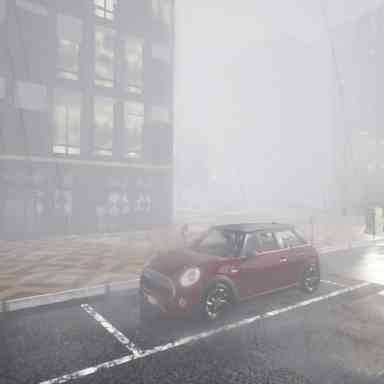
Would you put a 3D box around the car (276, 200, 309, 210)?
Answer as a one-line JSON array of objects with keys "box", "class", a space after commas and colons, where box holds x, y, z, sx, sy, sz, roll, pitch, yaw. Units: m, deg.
[{"box": [14.437, 1.806, 46.822, 1.802, 1.307, 4.206, 1, -1, -35], "class": "car"}]

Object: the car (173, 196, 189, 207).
[{"box": [-2.236, 1.733, 55.867, 1.887, 1.381, 4.507, 1, -1, -35], "class": "car"}]

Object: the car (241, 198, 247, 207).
[{"box": [7.883, 1.726, 56.079, 1.967, 1.590, 4.097, 1, -1, -35], "class": "car"}]

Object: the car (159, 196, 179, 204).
[{"box": [-5.225, 1.724, 74.592, 2.192, 1.841, 5.009, 1, -1, -35], "class": "car"}]

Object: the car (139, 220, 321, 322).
[{"box": [0.905, 1.442, 7.195, 4.097, 1.590, 1.967, 0, 1, -36], "class": "car"}]

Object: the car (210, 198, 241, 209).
[{"box": [4.318, 1.678, 46.612, 2.008, 1.369, 4.403, 1, -1, -35], "class": "car"}]

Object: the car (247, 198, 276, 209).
[{"box": [11.161, 1.800, 51.450, 1.887, 1.381, 4.507, 1, -1, -35], "class": "car"}]

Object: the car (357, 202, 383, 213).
[{"box": [20.992, 1.730, 37.567, 1.947, 1.339, 4.313, 1, -1, -35], "class": "car"}]
